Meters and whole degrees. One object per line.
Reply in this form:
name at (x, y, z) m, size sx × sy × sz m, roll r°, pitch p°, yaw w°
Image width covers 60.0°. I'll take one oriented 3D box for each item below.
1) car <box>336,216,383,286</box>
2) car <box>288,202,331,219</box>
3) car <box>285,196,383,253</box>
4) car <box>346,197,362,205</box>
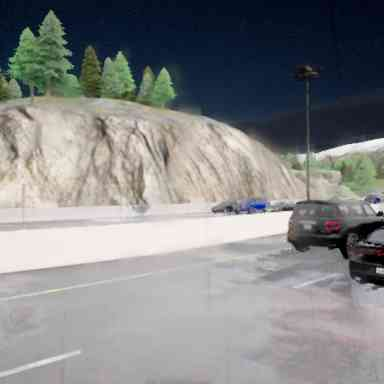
car at (5.964, 1.523, 8.671) m, size 5.008 × 1.535 × 1.882 m, roll 0°, pitch 0°, yaw -40°
car at (11.895, 1.796, 33.467) m, size 2.033 × 1.411 × 5.357 m, roll -1°, pitch -1°, yaw 44°
car at (6.032, 1.311, 13.281) m, size 5.566 × 2.045 × 2.150 m, roll 0°, pitch -1°, yaw -41°
car at (33.703, 1.863, 69.090) m, size 1.882 × 1.535 × 5.008 m, roll -1°, pitch -1°, yaw 40°
